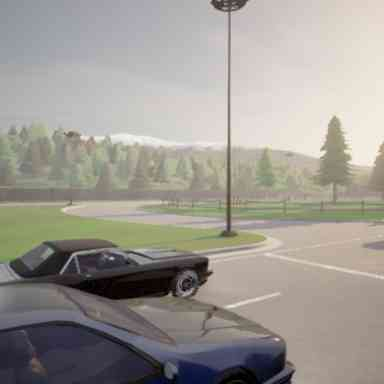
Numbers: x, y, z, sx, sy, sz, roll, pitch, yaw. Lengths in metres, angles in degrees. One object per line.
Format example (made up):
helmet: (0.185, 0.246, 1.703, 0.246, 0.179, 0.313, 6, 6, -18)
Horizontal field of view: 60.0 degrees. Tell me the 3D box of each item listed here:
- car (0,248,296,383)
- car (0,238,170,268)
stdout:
car: (-1.529, 1.548, 2.659, 5.357, 1.411, 2.033, 0, 0, -36)
car: (-1.869, 1.607, 6.713, 4.718, 1.301, 1.895, 0, 0, -36)
